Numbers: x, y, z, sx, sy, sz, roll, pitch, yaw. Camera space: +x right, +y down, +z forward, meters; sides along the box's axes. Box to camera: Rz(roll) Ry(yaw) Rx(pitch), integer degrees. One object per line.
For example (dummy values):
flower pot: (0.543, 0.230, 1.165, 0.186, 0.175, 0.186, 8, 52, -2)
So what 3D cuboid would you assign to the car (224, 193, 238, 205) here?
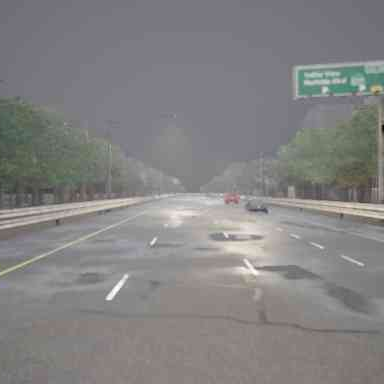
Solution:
car: (7.044, 1.210, 60.192, 2.150, 2.045, 5.566, 0, 0, 0)

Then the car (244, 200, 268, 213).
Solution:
car: (7.026, 1.558, 36.831, 1.994, 1.385, 4.181, 0, 0, 0)
